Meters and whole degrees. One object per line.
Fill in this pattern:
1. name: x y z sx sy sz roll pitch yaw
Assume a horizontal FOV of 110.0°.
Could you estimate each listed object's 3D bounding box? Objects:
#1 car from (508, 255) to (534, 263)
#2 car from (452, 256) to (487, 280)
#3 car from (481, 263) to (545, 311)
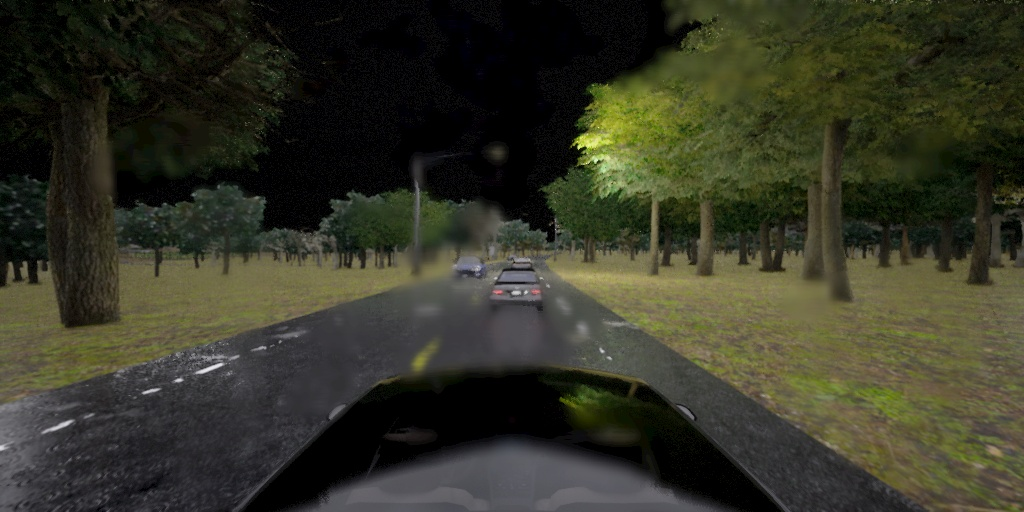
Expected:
1. car: 0.907 0.880 32.239 2.128 1.511 4.902 0 1 3
2. car: -3.025 0.804 26.465 2.097 1.767 4.553 0 1 2
3. car: 0.250 1.156 13.574 2.033 1.411 5.357 0 1 2
